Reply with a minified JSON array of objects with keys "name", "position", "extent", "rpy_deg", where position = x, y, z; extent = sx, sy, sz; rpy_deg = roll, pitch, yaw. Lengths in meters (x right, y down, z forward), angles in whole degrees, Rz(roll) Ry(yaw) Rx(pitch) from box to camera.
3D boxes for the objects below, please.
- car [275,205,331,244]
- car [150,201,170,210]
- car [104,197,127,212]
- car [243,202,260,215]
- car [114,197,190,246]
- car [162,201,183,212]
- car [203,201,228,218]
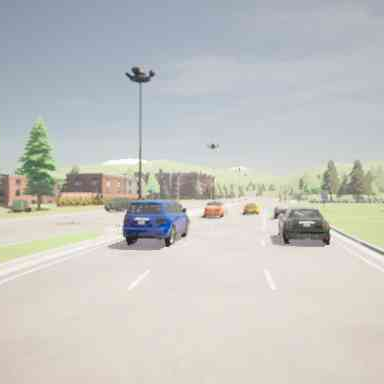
[{"name":"car","position":[5.671,1.563,17.242],"extent":[2.097,1.767,4.553],"rpy_deg":[0,-1,11]},{"name":"car","position":[-5.155,2.173,54.580],"extent":[1.837,1.490,4.892],"rpy_deg":[0,-1,13]},{"name":"car","position":[-10.383,1.798,47.421],"extent":[2.150,2.045,5.566],"rpy_deg":[0,0,13]},{"name":"car","position":[7.425,1.982,41.410],"extent":[1.882,1.535,5.008],"rpy_deg":[0,0,13]},{"name":"car","position":[-1.616,1.426,16.707],"extent":[2.150,2.045,5.566],"rpy_deg":[0,-1,11]},{"name":"car","position":[-2.819,2.125,49.103],"extent":[1.812,1.442,4.674],"rpy_deg":[0,-1,13]},{"name":"car","position":[2.605,1.790,35.941],"extent":[2.097,1.767,4.553],"rpy_deg":[0,-1,12]}]
